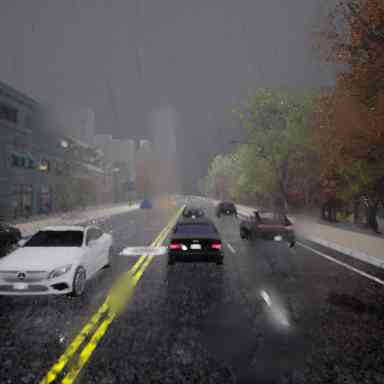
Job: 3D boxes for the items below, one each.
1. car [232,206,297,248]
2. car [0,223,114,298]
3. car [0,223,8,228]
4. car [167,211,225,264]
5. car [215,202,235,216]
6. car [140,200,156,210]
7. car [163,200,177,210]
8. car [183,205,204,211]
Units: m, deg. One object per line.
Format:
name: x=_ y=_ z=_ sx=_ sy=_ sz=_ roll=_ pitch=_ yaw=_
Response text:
car: x=3.358 y=1.613 z=15.373 sx=2.128 sy=1.511 sz=4.902 roll=0 pitch=0 yaw=0
car: x=-3.345 y=1.596 z=8.830 sx=1.812 sy=1.442 sz=4.674 roll=0 pitch=0 yaw=0
car: x=-6.595 y=1.565 z=9.211 sx=2.128 sy=1.511 sz=4.902 roll=0 pitch=0 yaw=0
car: x=0.108 y=1.643 z=12.096 sx=2.033 sy=1.411 sz=5.357 roll=0 pitch=0 yaw=0
car: x=3.368 y=1.741 z=33.500 sx=1.882 sy=1.535 sz=5.008 roll=0 pitch=0 yaw=0
car: x=-6.545 y=1.868 z=49.705 sx=1.882 sy=1.535 sz=5.008 roll=0 pitch=0 yaw=0
car: x=-3.296 y=1.868 z=49.770 sx=1.882 sy=1.535 sz=5.008 roll=0 pitch=0 yaw=0
car: x=0.116 y=1.842 z=30.570 sx=1.895 sy=1.301 sz=4.718 roll=0 pitch=0 yaw=0
